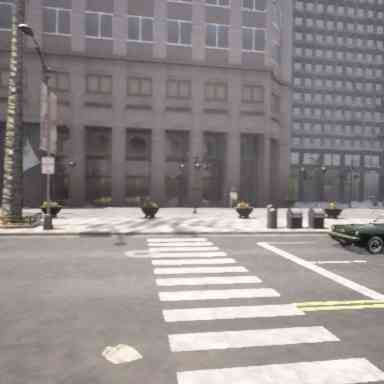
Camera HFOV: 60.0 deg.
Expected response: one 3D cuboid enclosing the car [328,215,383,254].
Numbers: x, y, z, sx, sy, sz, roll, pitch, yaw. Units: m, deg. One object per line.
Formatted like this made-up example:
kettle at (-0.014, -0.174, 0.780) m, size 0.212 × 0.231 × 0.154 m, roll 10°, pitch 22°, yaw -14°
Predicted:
car at (7.731, 1.522, 12.585) m, size 4.718 × 1.301 × 1.895 m, roll 1°, pitch 1°, yaw -9°
